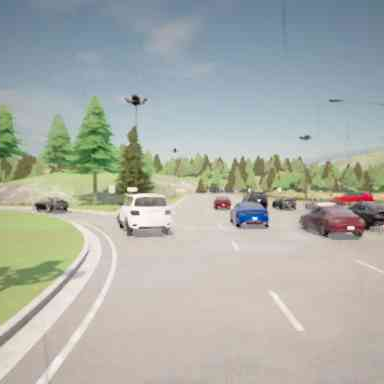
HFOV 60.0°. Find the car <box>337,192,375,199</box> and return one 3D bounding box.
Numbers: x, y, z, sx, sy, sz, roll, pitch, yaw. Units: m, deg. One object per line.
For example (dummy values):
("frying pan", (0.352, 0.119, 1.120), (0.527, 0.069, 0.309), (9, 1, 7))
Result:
("car", (22.631, 0.974, 46.822), (2.150, 2.045, 5.566), (0, 0, -44))

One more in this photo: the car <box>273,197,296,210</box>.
("car", (10.607, 1.288, 38.555), (2.128, 1.511, 4.902), (0, 0, 0))

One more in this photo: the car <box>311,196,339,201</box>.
("car", (14.109, 1.405, 37.053), (1.895, 1.301, 4.718), (0, 0, 0))

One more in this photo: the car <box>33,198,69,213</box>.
("car", (-14.523, 1.313, 34.046), (4.902, 1.511, 2.128), (0, 0, 40))

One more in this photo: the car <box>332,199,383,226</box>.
("car", (10.604, 1.398, 20.205), (1.837, 1.490, 4.892), (0, 0, 0))

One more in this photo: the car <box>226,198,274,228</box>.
("car", (3.604, 1.364, 21.522), (1.882, 1.535, 5.008), (0, 0, 0))

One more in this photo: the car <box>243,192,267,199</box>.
("car", (7.107, 1.022, 37.861), (2.150, 2.045, 5.566), (0, 0, 0))

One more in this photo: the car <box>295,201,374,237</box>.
("car", (7.103, 1.435, 17.157), (1.812, 1.442, 4.674), (0, 0, 0))

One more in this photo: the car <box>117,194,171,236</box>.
("car", (-2.725, 1.127, 18.207), (2.150, 2.045, 5.566), (0, 0, -19))

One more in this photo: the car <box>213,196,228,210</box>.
("car", (3.608, 1.266, 40.233), (1.882, 1.535, 5.008), (0, 0, 0))
